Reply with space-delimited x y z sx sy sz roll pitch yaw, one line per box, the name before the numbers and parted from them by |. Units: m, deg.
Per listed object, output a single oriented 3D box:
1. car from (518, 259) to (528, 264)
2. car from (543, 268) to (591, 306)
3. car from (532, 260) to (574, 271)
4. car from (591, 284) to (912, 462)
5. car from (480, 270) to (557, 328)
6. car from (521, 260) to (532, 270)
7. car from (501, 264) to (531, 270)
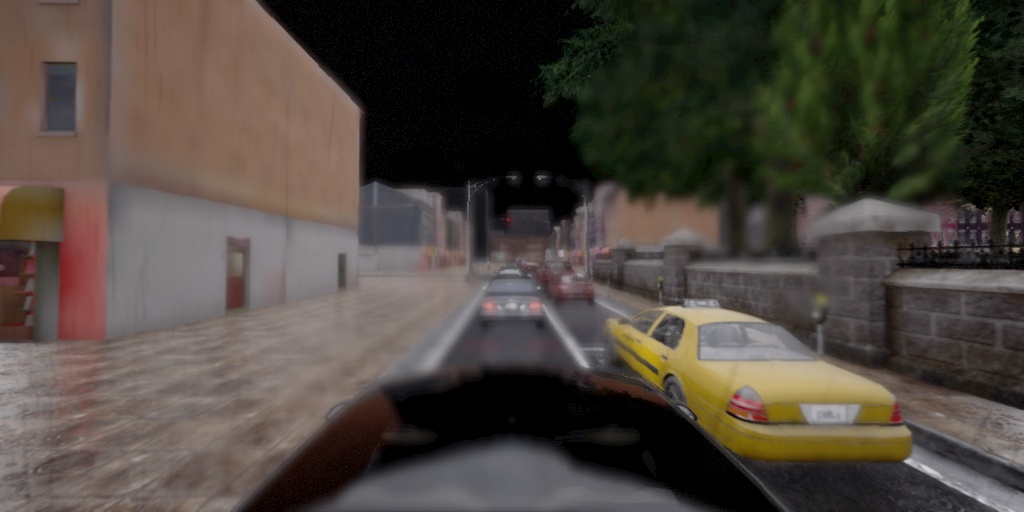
car | 2.463 1.705 64.204 1.888 1.381 4.507 0 0 0
car | 2.601 1.407 16.016 1.802 1.307 4.207 0 0 0
car | 2.585 1.172 21.465 2.192 1.841 5.009 0 0 0
car | 2.632 1.292 5.288 1.751 1.417 4.829 0 0 0
car | 0.041 1.347 11.532 2.033 1.411 5.357 0 0 0
car | 2.510 1.579 47.894 1.888 1.381 4.507 0 0 0
car | -0.029 1.382 21.243 1.812 1.442 4.674 0 0 0
